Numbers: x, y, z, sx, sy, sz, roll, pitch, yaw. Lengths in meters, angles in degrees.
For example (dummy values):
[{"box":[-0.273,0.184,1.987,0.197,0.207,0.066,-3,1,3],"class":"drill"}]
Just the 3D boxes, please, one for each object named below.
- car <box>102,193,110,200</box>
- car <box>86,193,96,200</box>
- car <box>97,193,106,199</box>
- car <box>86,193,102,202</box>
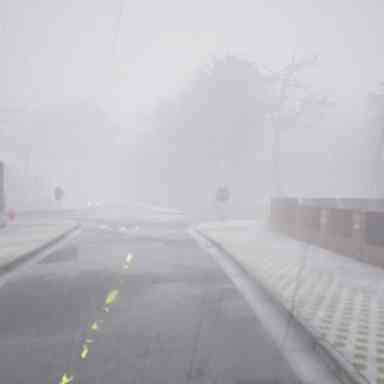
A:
[{"box":[-19.007,1.035,72.235,2.128,1.511,4.902,0,0,-19],"class":"car"},{"box":[-22.773,0.976,74.745,1.882,1.535,5.008,0,0,-19],"class":"car"},{"box":[-22.392,0.929,82.122,1.895,1.301,4.718,0,0,-19],"class":"car"},{"box":[-17.792,1.143,60.120,1.895,1.301,4.718,0,0,-18],"class":"car"}]
